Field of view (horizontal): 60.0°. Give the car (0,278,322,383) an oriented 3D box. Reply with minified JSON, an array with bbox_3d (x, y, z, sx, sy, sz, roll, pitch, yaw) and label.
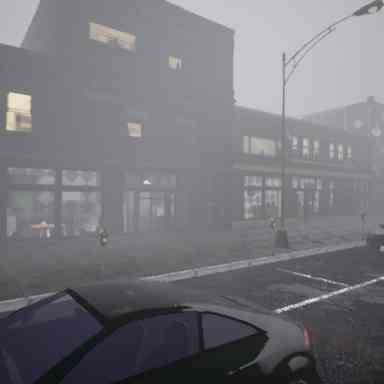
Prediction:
[{"bbox_3d":[-0.799,1.563,2.810,4.181,1.385,1.994,0,0,-36],"label":"car"}]

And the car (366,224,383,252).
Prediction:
[{"bbox_3d":[8.311,1.554,12.478,4.313,1.339,1.947,0,1,-35],"label":"car"}]
